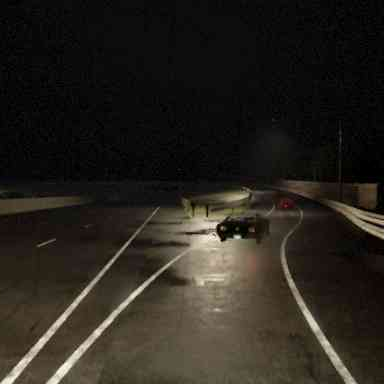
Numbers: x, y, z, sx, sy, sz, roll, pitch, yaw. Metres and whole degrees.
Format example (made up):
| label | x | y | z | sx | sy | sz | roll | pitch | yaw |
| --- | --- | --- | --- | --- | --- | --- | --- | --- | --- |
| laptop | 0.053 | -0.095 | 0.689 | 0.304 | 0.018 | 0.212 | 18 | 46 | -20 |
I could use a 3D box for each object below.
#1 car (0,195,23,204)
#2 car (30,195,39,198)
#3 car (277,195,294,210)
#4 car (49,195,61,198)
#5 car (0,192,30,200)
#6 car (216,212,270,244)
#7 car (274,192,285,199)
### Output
| label | x | y | z | sx | sy | sz | roll | pitch | yaw |
| --- | --- | --- | --- | --- | --- | --- | --- | --- | --- |
| car | -31.645 | 1.328 | 58.042 | 1.837 | 1.490 | 4.892 | 0 | 0 | -3 |
| car | -28.140 | 1.330 | 58.031 | 1.882 | 1.535 | 5.008 | 0 | 0 | -3 |
| car | 12.774 | 1.600 | 45.175 | 1.812 | 1.442 | 4.674 | 1 | 1 | 16 |
| car | -24.737 | 1.387 | 59.773 | 1.837 | 1.490 | 4.892 | 0 | 0 | -3 |
| car | -23.817 | 1.059 | 43.318 | 2.150 | 2.045 | 5.566 | 0 | 0 | -3 |
| car | 2.672 | 1.618 | 16.195 | 1.895 | 1.301 | 4.718 | 0 | 0 | 19 |
| car | 18.349 | 0.654 | 69.937 | 1.882 | 1.535 | 5.008 | 1 | 3 | 9 |
